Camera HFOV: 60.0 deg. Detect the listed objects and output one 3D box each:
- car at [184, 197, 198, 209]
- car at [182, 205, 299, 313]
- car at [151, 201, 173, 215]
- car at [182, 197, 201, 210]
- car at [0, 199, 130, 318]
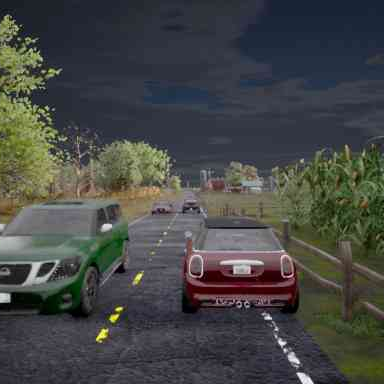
[{"bbox_3d":[-0.124,1.468,45.911,1.837,1.490,4.892,0,0,0],"label":"car"},{"bbox_3d":[0.871,1.350,7.808,2.097,1.767,4.553,0,0,0],"label":"car"},{"bbox_3d":[-2.883,1.545,32.753,1.994,1.385,4.181,0,0,0],"label":"car"},{"bbox_3d":[-0.072,1.483,36.001,1.837,1.490,4.892,0,0,0],"label":"car"},{"bbox_3d":[-2.881,1.217,7.749,2.150,2.045,5.566,0,0,0],"label":"car"}]
